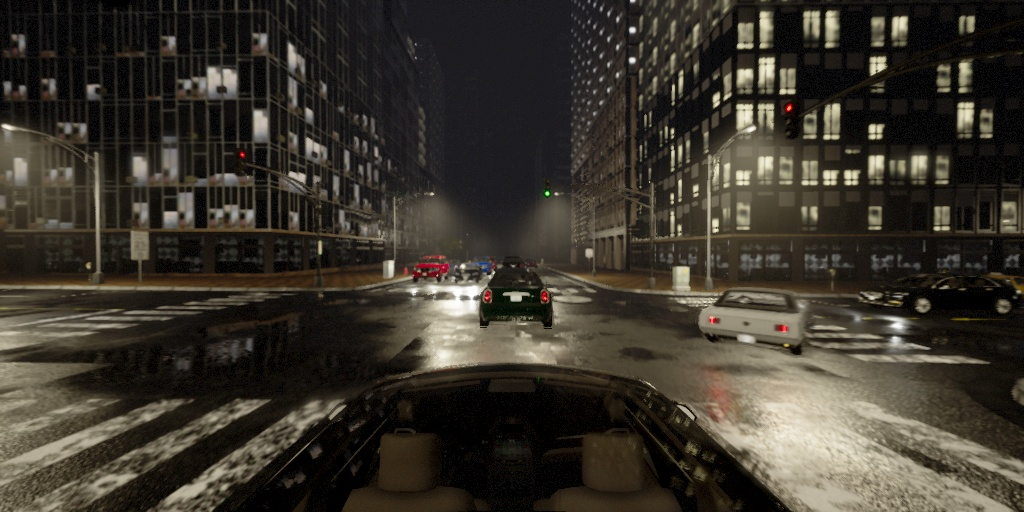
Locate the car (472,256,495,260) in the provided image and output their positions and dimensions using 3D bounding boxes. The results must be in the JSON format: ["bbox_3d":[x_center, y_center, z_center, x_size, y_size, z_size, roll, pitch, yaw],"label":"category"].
[{"bbox_3d":[-3.325,1.044,38.445,2.150,2.045,5.566,0,0,0],"label":"car"}]

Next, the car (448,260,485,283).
[{"bbox_3d":[-3.345,1.295,28.281,2.128,1.511,4.902,0,0,0],"label":"car"}]

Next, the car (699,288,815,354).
[{"bbox_3d":[6.501,1.481,9.344,1.895,1.301,4.718,1,1,42],"label":"car"}]

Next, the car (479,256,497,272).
[{"bbox_3d":[-3.252,1.062,49.145,2.150,2.045,5.566,0,0,0],"label":"car"}]

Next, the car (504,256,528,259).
[{"bbox_3d":[0.100,1.036,34.160,2.150,2.045,5.566,0,0,0],"label":"car"}]

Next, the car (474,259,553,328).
[{"bbox_3d":[0.112,1.145,11.902,2.097,1.767,4.553,0,1,0],"label":"car"}]

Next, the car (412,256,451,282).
[{"bbox_3d":[-6.599,1.028,29.814,2.150,2.045,5.566,0,0,0],"label":"car"}]

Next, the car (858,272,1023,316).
[{"bbox_3d":[16.347,1.409,13.845,4.892,1.490,1.837,1,1,1],"label":"car"}]
